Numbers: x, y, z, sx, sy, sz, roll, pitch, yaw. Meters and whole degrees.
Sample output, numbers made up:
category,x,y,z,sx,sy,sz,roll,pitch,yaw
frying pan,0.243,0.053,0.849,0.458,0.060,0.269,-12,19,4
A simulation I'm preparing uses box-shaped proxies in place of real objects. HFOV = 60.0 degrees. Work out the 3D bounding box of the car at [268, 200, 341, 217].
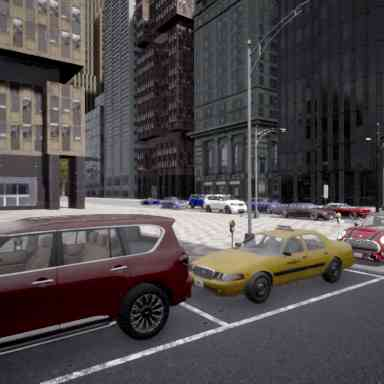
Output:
category,x,y,z,sx,sy,sz,roll,pitch,yaw
car,9.521,1.612,28.549,2.033,1.411,5.357,0,0,-36

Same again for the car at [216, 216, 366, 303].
category,x,y,z,sx,sy,sz,roll,pitch,yaw
car,2.093,1.525,8.168,4.829,1.417,1.752,0,0,-36

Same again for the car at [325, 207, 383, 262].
category,x,y,z,sx,sy,sz,roll,pitch,yaw
car,6.782,1.439,11.534,4.097,1.590,1.967,0,0,-36

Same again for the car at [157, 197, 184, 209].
category,x,y,z,sx,sy,sz,roll,pitch,yaw
car,-2.336,1.478,45.103,2.097,1.767,4.553,0,0,-36

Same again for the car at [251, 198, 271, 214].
category,x,y,z,sx,sy,sz,roll,pitch,yaw
car,7.952,1.424,36.322,2.097,1.767,4.553,0,0,-36

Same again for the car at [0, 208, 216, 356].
category,x,y,z,sx,sy,sz,roll,pitch,yaw
car,-2.320,1.315,5.001,5.009,1.841,2.192,0,0,-36

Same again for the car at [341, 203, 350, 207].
category,x,y,z,sx,sy,sz,roll,pitch,yaw
car,13.089,1.647,29.150,1.895,1.301,4.718,0,0,-36

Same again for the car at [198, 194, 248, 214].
category,x,y,z,sx,sy,sz,roll,pitch,yaw
car,3.538,1.317,36.891,2.150,2.045,5.566,0,0,-36

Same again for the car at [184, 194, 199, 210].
category,x,y,z,sx,sy,sz,roll,pitch,yaw
car,1.717,1.325,45.018,2.150,2.045,5.566,0,0,-36

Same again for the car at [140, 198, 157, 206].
category,x,y,z,sx,sy,sz,roll,pitch,yaw
car,-7.099,1.748,57.457,1.895,1.301,4.718,0,0,-35
